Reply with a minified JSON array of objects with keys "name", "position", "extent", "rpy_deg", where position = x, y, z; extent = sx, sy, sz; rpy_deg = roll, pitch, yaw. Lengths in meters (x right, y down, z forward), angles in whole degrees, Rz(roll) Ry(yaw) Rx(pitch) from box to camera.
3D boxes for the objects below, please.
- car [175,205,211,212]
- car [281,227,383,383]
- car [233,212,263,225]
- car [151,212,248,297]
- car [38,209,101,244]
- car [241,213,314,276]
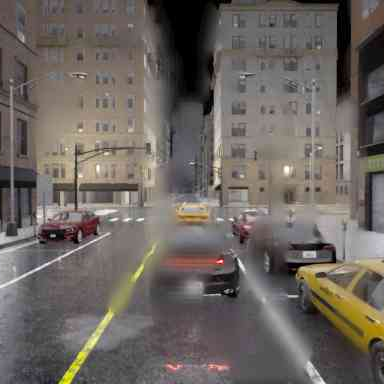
[{"name":"car","position":[0.051,1.472,18.979],"extent":[1.882,1.535,5.008],"rpy_deg":[0,0,1]},{"name":"car","position":[2.868,1.524,4.788],"extent":[1.752,1.417,4.829],"rpy_deg":[-1,0,0]},{"name":"car","position":[2.881,1.577,15.790],"extent":[1.802,1.307,4.206],"rpy_deg":[-1,0,0]},{"name":"car","position":[0.072,1.503,8.552],"extent":[1.837,1.490,4.892],"rpy_deg":[0,0,0]},{"name":"car","position":[-5.664,1.540,15.797],"extent":[1.887,1.381,4.507],"rpy_deg":[-1,0,0]},{"name":"car","position":[2.875,1.563,10.205],"extent":[1.947,1.339,4.313],"rpy_deg":[-1,0,0]}]
